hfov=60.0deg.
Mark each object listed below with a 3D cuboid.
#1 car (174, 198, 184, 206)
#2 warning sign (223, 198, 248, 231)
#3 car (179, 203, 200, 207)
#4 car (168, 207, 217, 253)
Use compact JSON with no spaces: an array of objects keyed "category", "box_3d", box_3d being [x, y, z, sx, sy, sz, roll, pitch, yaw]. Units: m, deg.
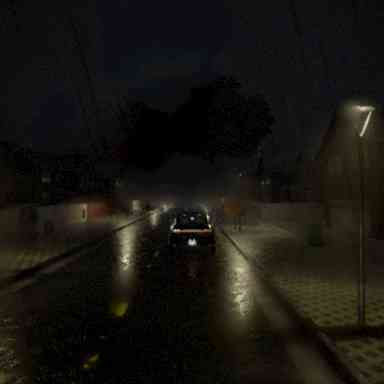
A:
[{"category":"car","box_3d":[-2.703,2.091,71.105,2.097,1.767,4.553,0,-1,0]},{"category":"warning sign","box_3d":[2.518,1.301,19.447,1.300,1.860,1.060,-1,-1,0]},{"category":"car","box_3d":[0.021,1.880,29.127,1.895,1.301,4.718,0,-1,0]},{"category":"car","box_3d":[0.014,1.629,14.307,2.128,1.511,4.902,0,0,0]}]
